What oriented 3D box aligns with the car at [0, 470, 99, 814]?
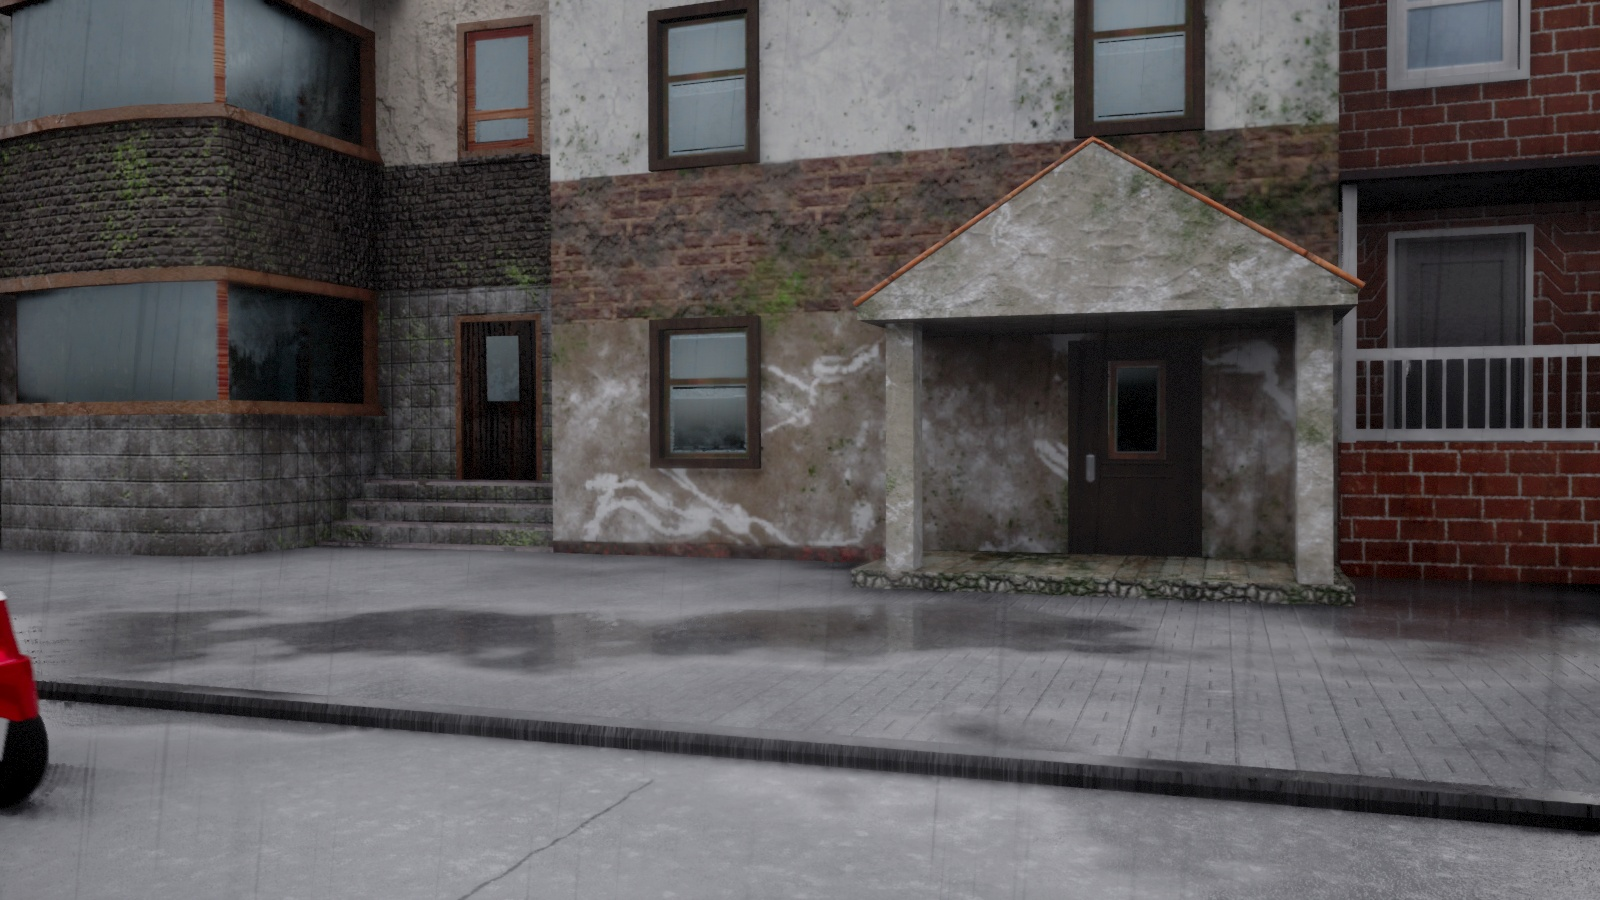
[{"bbox_3d":[-4.379,0.782,5.193,2.207,1.376,1.481,1,1,19],"label":"car"}]
